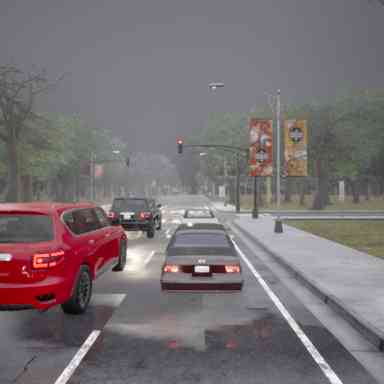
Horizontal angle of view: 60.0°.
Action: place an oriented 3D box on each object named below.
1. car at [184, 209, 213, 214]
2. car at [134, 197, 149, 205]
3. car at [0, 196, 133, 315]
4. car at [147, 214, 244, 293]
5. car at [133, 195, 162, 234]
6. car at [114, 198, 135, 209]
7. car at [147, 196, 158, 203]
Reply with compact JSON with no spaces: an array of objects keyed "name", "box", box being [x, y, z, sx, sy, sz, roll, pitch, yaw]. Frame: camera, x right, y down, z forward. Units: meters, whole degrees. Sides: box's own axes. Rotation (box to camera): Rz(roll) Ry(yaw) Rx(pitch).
[{"name":"car","box":[0.339,1.607,18.639,1.895,1.301,4.718,0,0,-2]},{"name":"car","box":[-9.123,1.571,60.204,1.812,1.442,4.674,0,0,1]},{"name":"car","box":[-3.031,1.223,7.696,2.150,2.045,5.566,0,0,0]},{"name":"car","box":[0.228,1.549,8.987,2.033,1.411,5.357,0,0,1]},{"name":"car","box":[-2.919,1.228,17.831,2.150,2.045,5.566,0,0,1]},{"name":"car","box":[-9.301,1.556,46.127,1.812,1.442,4.674,0,1,1]},{"name":"car","box":[-8.886,1.564,75.284,1.837,1.490,4.892,0,0,1]}]
